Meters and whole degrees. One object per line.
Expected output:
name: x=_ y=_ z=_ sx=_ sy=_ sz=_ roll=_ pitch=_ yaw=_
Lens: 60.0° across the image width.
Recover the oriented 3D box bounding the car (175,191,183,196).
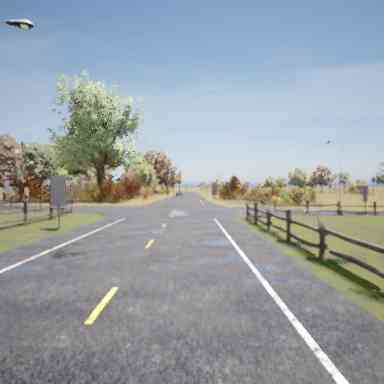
car: x=-3.506 y=0.430 z=91.122 sx=1.882 sy=1.535 sz=5.008 roll=0 pitch=0 yaw=0
